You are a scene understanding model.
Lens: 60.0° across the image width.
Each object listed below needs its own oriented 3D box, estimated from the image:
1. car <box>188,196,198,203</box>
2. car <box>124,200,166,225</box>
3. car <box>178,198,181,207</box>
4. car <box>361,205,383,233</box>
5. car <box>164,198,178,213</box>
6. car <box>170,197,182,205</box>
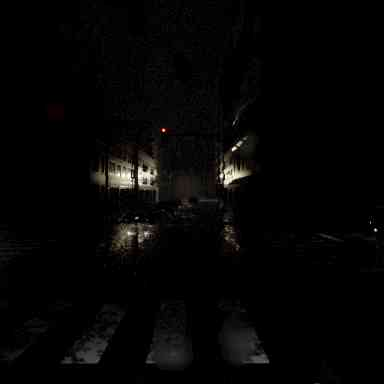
[{"bbox_3d":[0.215,1.546,71.124,1.882,1.535,5.008,0,0,0],"label":"car"},{"bbox_3d":[-3.474,1.565,24.206,1.994,1.385,4.181,0,0,6],"label":"car"},{"bbox_3d":[-2.963,1.591,48.389,1.994,1.385,4.181,0,0,0],"label":"car"},{"bbox_3d":[11.351,1.383,15.760,5.357,1.411,2.033,-1,0,0],"label":"car"},{"bbox_3d":[-3.020,1.560,37.947,2.033,1.411,5.357,0,0,0],"label":"car"},{"bbox_3d":[-2.883,1.646,59.665,1.895,1.301,4.718,0,0,0],"label":"car"}]
